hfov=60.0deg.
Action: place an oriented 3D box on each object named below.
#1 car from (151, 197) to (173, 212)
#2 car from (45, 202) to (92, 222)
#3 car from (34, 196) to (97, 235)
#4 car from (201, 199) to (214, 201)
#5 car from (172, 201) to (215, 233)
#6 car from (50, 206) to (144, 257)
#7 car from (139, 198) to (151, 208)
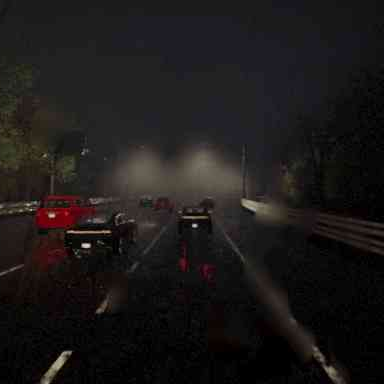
[{"bbox_3d":[-3.414,1.434,40.931,2.097,1.767,4.553,0,0,0],"label":"car"},{"bbox_3d":[-10.409,1.605,28.452,2.033,1.411,5.357,0,0,0],"label":"car"},{"bbox_3d":[-6.905,1.261,19.083,2.150,2.045,5.566,0,0,0],"label":"car"},{"bbox_3d":[2.265,1.666,49.295,1.994,1.385,4.181,0,0,7],"label":"car"},{"bbox_3d":[0.212,1.532,19.741,2.128,1.511,4.902,0,0,1],"label":"car"},{"bbox_3d":[-3.405,1.519,13.139,2.128,1.511,4.902,0,0,0],"label":"car"},{"bbox_3d":[-6.918,1.595,51.174,2.128,1.511,4.902,0,0,0],"label":"car"}]
